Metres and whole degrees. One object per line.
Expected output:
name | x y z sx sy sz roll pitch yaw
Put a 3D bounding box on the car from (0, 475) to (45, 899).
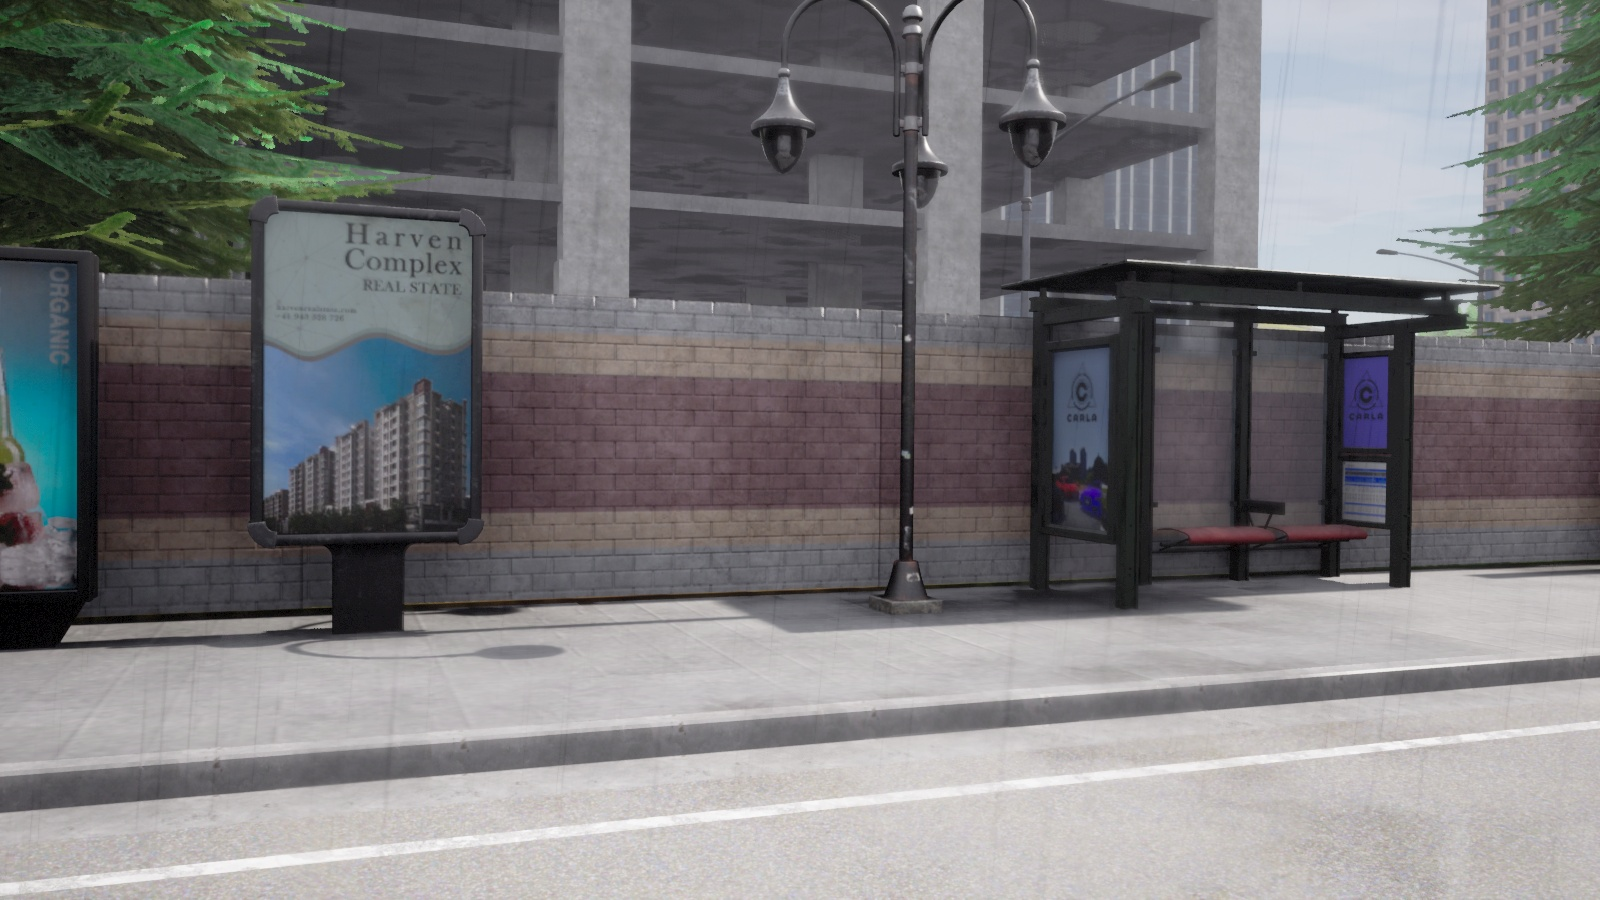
car | -3.928 0.838 1.747 4.674 1.442 1.812 -1 1 -21
